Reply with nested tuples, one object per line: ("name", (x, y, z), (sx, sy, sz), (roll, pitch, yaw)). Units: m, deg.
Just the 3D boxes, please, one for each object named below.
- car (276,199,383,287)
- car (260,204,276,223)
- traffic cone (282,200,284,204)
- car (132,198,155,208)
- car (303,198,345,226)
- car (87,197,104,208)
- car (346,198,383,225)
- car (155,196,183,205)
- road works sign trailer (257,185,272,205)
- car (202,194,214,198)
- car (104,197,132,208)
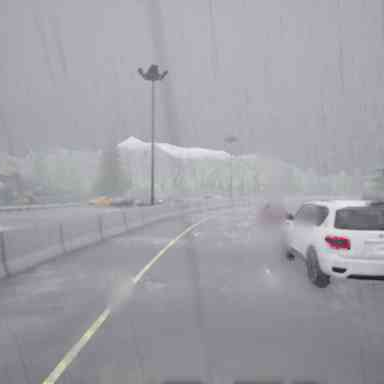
("car", (4.063, 1.234, 9.446), (2.150, 2.045, 5.566), (0, 0, 4))
("car", (6.351, 1.585, 25.826), (1.994, 1.385, 4.181), (0, 0, 11))
("traffic cone", (17.307, 2.013, 63.634), (0.340, 0.580, 0.340), (0, 0, 27))
("car", (-6.255, 1.551, 47.271), (1.994, 1.385, 4.181), (0, 0, 18))
("car", (9.741, 1.383, 24.938), (2.097, 1.767, 4.553), (0, 0, 11))
("car", (-13.257, 1.443, 48.397), (1.882, 1.535, 5.008), (0, 0, 18))
("car", (13.336, 1.394, 25.073), (2.097, 1.767, 4.553), (0, 0, 11))
("car", (-2.887, 1.347, 46.307), (2.097, 1.767, 4.553), (0, 0, 18))
("road works sign trailer", (12.840, 0.508, 58.047), (2.380, 3.560, 2.880), (0, 0, 27))
("car", (3.782, 1.112, 85.215), (1.882, 1.535, 5.008), (0, 0, 32))
("car", (-9.919, 1.453, 47.353), (1.882, 1.535, 5.008), (0, 0, 18))
